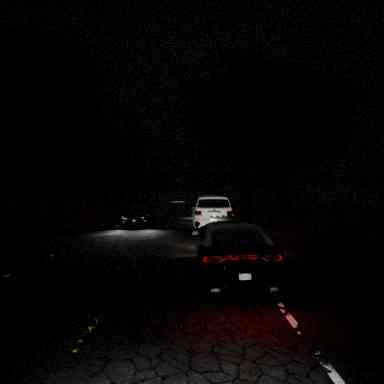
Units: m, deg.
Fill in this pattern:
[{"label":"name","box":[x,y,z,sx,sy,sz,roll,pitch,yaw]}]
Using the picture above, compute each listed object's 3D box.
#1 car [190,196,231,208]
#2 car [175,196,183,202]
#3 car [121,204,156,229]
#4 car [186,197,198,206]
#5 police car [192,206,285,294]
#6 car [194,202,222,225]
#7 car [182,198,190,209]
[{"label":"car","box":[1.093,1.212,19.023,2.150,2.045,5.566,0,0,0]},{"label":"car","box":[-3.353,1.822,87.383,1.895,1.301,4.718,-1,0,0]},{"label":"car","box":[-3.580,1.583,22.922,1.837,1.490,4.892,-3,-1,0]},{"label":"car","box":[0.073,1.639,58.703,1.994,1.385,4.181,-1,0,0]},{"label":"police car","box":[1.044,1.447,9.095,1.930,1.638,5.238,-1,0,0]},{"label":"car","box":[1.104,1.510,25.006,1.837,1.490,4.892,-1,-1,0]},{"label":"car","box":[0.087,1.567,45.180,1.994,1.385,4.181,0,0,1]}]
